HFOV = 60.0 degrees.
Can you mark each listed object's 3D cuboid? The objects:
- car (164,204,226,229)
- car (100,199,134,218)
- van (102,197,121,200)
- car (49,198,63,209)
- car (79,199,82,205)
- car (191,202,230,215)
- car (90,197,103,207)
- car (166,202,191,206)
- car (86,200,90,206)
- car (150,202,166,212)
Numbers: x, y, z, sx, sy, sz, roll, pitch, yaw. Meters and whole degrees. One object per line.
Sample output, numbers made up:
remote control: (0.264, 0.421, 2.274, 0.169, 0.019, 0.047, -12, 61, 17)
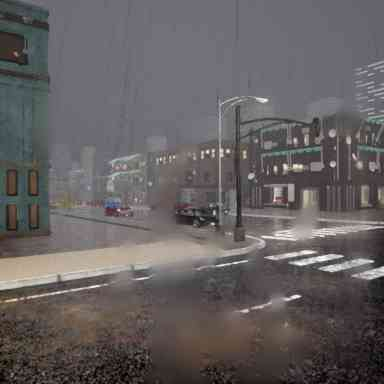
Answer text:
car: (0.120, 1.814, 24.130, 1.947, 1.339, 4.313, -1, 0, -35)
car: (-7.804, 1.846, 35.524, 1.967, 1.590, 4.097, -1, 0, -35)
van: (-13.765, 1.906, 58.438, 1.690, 1.788, 3.998, -1, 0, -35)
car: (-23.699, 2.232, 57.971, 1.752, 1.417, 4.829, -1, 0, -35)
car: (-26.556, 2.363, 76.506, 1.947, 1.339, 4.313, -1, 0, -35)
car: (2.235, 1.809, 35.853, 2.008, 1.369, 4.403, -2, 0, -35)
car: (-16.965, 1.939, 62.954, 2.192, 1.841, 5.009, -1, 0, -35)
car: (-0.963, 1.903, 40.370, 1.802, 1.307, 4.206, -2, 0, -35)
car: (-20.158, 2.227, 67.472, 1.887, 1.381, 4.507, -1, 0, -35)
car: (-4.161, 1.966, 44.887, 1.802, 1.307, 4.206, -1, 0, -35)
